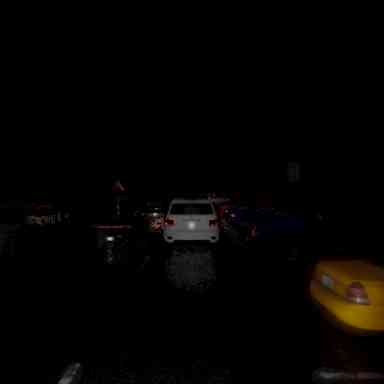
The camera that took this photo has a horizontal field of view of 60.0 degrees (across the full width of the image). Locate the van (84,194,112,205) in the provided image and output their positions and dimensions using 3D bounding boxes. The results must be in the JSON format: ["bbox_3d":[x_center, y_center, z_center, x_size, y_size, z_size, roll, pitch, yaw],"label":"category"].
[{"bbox_3d":[-15.762,1.325,53.561,4.442,1.987,1.878,0,0,0],"label":"van"}]

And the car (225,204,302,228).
[{"bbox_3d":[4.614,1.556,22.043,4.674,1.452,2.002,0,0,0],"label":"car"}]

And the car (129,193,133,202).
[{"bbox_3d":[-15.645,1.562,70.239,5.008,1.535,2.097,0,0,0],"label":"car"}]

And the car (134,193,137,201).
[{"bbox_3d":[-15.620,1.443,75.794,4.553,1.767,2.185,0,0,0],"label":"car"}]

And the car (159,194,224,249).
[{"bbox_3d":[-0.016,1.273,14.685,2.150,2.045,5.566,0,0,0],"label":"car"}]

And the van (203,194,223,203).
[{"bbox_3d":[4.678,1.367,74.443,4.442,1.987,1.878,0,0,0],"label":"van"}]

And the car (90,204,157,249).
[{"bbox_3d":[-3.016,1.510,14.652,2.128,1.511,4.902,0,0,0],"label":"car"}]

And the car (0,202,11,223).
[{"bbox_3d":[-15.681,1.533,22.993,4.792,1.488,2.163,0,0,0],"label":"car"}]

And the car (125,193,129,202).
[{"bbox_3d":[-15.680,1.434,67.458,4.553,1.767,2.185,0,0,0],"label":"car"}]

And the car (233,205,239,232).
[{"bbox_3d":[4.625,1.538,16.529,4.674,1.452,2.002,0,0,0],"label":"car"}]

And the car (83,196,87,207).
[{"bbox_3d":[-15.612,1.563,39.663,4.792,1.488,2.163,0,0,0],"label":"car"}]

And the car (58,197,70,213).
[{"bbox_3d":[-15.633,1.526,34.104,4.892,1.521,2.231,0,0,0],"label":"car"}]

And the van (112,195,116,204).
[{"bbox_3d":[-15.762,1.327,56.340,4.442,1.987,1.878,0,0,0],"label":"van"}]

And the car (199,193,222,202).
[{"bbox_3d":[4.580,1.355,82.714,5.566,2.045,2.435,0,0,0],"label":"car"}]

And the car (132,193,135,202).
[{"bbox_3d":[-15.656,1.566,73.016,4.892,1.521,2.231,0,0,0],"label":"car"}]

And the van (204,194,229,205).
[{"bbox_3d":[4.459,1.362,60.654,4.442,1.987,1.878,0,0,0],"label":"van"}]

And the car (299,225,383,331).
[{"bbox_3d":[4.820,1.475,5.503,5.366,1.575,1.946,0,0,0],"label":"car"}]

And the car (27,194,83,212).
[{"bbox_3d":[-15.612,1.278,36.883,5.566,2.045,2.435,0,0,0],"label":"car"}]

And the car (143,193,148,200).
[{"bbox_3d":[-15.627,1.354,89.691,5.566,2.045,2.435,0,0,0],"label":"car"}]

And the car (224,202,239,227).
[{"bbox_3d":[4.614,1.507,19.286,5.008,1.535,2.097,0,0,0],"label":"car"}]

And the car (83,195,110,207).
[{"bbox_3d":[-15.638,1.549,50.781,4.892,1.521,2.231,0,0,0],"label":"car"}]

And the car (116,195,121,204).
[{"bbox_3d":[-15.649,1.595,59.120,4.674,1.452,2.002,0,0,0],"label":"car"}]

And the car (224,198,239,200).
[{"bbox_3d":[4.607,1.592,33.075,4.674,1.452,2.002,0,0,0],"label":"car"}]

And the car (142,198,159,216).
[{"bbox_3d":[-3.032,1.578,29.653,1.837,1.490,4.892,0,0,0],"label":"car"}]

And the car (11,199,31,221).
[{"bbox_3d":[-15.650,1.509,25.649,5.008,1.535,2.097,0,0,0],"label":"car"}]

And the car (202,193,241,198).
[{"bbox_3d":[4.616,1.332,49.622,5.566,2.045,2.435,0,0,0],"label":"car"}]

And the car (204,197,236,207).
[{"bbox_3d":[4.576,1.586,55.013,5.008,1.535,2.097,0,0,0],"label":"car"}]

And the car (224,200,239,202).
[{"bbox_3d":[4.611,1.566,24.931,4.674,1.452,2.002,0,0,0],"label":"car"}]

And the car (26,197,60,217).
[{"bbox_3d":[-15.644,1.520,31.324,5.008,1.535,2.097,0,0,0],"label":"car"}]

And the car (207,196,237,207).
[{"bbox_3d":[4.615,1.460,52.257,4.553,1.767,2.185,0,0,0],"label":"car"}]

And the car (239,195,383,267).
[{"bbox_3d":[4.600,1.234,11.015,5.566,2.045,2.435,0,0,0],"label":"car"}]

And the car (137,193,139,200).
[{"bbox_3d":[-15.621,1.449,78.574,4.553,1.767,2.185,0,0,0],"label":"car"}]

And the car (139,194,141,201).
[{"bbox_3d":[-15.650,1.620,81.353,4.674,1.452,2.002,0,0,0],"label":"car"}]

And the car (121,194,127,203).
[{"bbox_3d":[-15.462,1.554,61.899,5.366,1.575,1.946,0,0,0],"label":"car"}]

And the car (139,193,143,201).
[{"bbox_3d":[-15.648,1.589,84.132,4.892,1.521,2.231,0,0,0],"label":"car"}]

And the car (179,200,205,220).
[{"bbox_3d":[-0.032,1.557,29.656,2.128,1.511,4.902,0,0,0],"label":"car"}]

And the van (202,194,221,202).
[{"bbox_3d":[4.671,1.376,79.956,4.442,1.987,1.878,0,0,0],"label":"van"}]
